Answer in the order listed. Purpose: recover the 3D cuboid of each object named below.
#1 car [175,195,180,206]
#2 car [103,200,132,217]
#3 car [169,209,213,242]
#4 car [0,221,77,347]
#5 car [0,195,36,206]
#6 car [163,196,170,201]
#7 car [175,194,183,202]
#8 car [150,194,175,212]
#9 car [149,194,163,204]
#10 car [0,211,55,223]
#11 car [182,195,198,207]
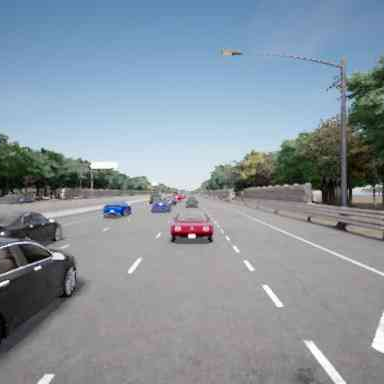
[{"bbox_3d":[-3.510,1.626,56.578,1.812,1.442,4.674,0,0,0],"label":"car"},{"bbox_3d":[-7.005,1.530,31.631,1.882,1.535,5.008,0,0,0],"label":"car"},{"bbox_3d":[-0.002,1.626,16.589,1.895,1.301,4.718,0,0,0],"label":"car"},{"bbox_3d":[-3.498,1.516,5.621,1.837,1.490,4.892,0,0,0],"label":"car"},{"bbox_3d":[-17.572,1.280,33.053,2.150,2.045,5.566,0,0,0],"label":"car"},{"bbox_3d":[-7.015,1.706,91.668,1.812,1.442,4.674,0,0,0],"label":"car"},{"bbox_3d":[-3.513,1.375,78.689,2.150,2.045,5.566,0,0,0],"label":"car"},{"bbox_3d":[-3.507,1.417,39.537,2.097,1.767,4.553,0,0,0],"label":"car"},{"bbox_3d":[-7.012,1.342,65.677,2.150,2.045,5.566,0,0,0],"label":"car"},{"bbox_3d":[-7.000,1.528,13.641,1.837,1.490,4.892,0,0,0],"label":"car"},{"bbox_3d":[-0.009,1.581,51.574,2.128,1.511,4.902,0,0,0],"label":"car"}]
